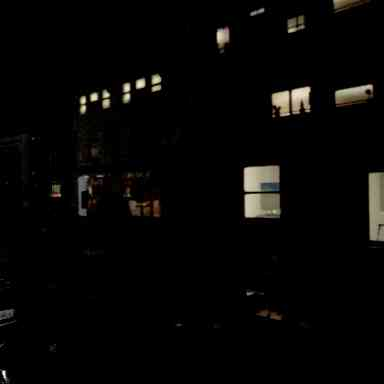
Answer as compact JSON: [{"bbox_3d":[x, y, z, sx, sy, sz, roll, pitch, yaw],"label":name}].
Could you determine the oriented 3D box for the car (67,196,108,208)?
[{"bbox_3d":[-12.653,1.184,40.576,2.008,1.369,4.403,-1,0,36],"label":"car"}]

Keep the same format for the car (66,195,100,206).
[{"bbox_3d":[-16.272,1.246,49.843,1.752,1.417,4.829,0,0,36],"label":"car"}]

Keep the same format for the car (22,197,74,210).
[{"bbox_3d":[-15.808,1.209,36.239,1.752,1.417,4.829,-1,0,36],"label":"car"}]

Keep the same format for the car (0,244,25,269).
[{"bbox_3d":[-4.490,1.545,6.090,4.403,1.369,2.008,0,-1,36],"label":"car"}]

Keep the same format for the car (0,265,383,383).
[{"bbox_3d":[-0.030,1.565,2.910,4.313,1.339,1.947,0,-1,35],"label":"car"}]
